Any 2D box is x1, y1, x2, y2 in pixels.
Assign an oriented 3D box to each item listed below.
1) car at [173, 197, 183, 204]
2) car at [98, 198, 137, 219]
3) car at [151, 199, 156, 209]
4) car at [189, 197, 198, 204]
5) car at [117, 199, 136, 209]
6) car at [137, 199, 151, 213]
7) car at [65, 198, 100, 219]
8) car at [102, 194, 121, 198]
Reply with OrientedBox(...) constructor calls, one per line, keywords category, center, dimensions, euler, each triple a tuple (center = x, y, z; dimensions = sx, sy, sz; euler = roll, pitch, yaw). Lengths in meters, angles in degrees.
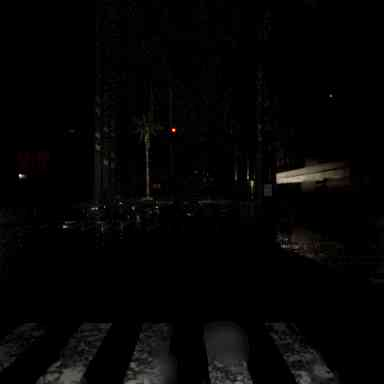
OrientedBox(category="car", center=(-2.971, 1.790, 69.833), dimensions=(1.994, 1.385, 4.181), euler=(0, 0, 0))
OrientedBox(category="car", center=(-6.526, 1.543, 29.625), dimensions=(1.882, 1.535, 5.008), euler=(0, 0, 0))
OrientedBox(category="car", center=(-6.467, 1.735, 48.982), dimensions=(1.895, 1.301, 4.718), euler=(0, 0, 1))
OrientedBox(category="car", center=(0.280, 1.791, 69.850), dimensions=(1.994, 1.385, 4.181), euler=(0, 0, 0))
OrientedBox(category="car", center=(-9.710, 1.701, 49.798), dimensions=(1.994, 1.385, 4.181), euler=(0, 0, 0))
OrientedBox(category="car", center=(-6.502, 1.587, 39.093), dimensions=(2.128, 1.511, 4.902), euler=(0, 0, 0))
OrientedBox(category="car", center=(-9.772, 1.543, 29.892), dimensions=(1.882, 1.535, 5.008), euler=(0, 0, 0))
OrientedBox(category="car", center=(-9.753, 1.319, 39.838), dimensions=(2.150, 2.045, 5.566), euler=(0, 0, 0))
